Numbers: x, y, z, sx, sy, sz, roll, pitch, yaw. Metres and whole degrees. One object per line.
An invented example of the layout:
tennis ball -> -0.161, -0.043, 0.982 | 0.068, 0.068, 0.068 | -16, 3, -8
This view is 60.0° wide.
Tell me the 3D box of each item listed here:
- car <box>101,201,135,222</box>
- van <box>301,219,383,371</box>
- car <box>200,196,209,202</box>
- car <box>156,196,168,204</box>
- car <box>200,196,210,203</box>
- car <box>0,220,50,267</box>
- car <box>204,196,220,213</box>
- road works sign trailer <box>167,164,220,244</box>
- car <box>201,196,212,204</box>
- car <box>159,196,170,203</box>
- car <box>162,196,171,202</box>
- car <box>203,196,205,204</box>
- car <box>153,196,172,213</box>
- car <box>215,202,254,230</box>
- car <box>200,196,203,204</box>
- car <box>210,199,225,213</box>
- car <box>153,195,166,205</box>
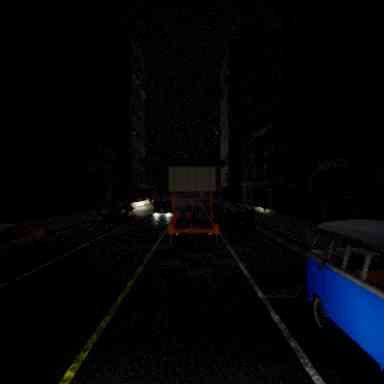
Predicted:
car -> -5.780, 1.422, 26.241 | 1.967, 1.590, 4.097 | -1, 0, 0
van -> 2.749, 1.337, 4.222 | 1.690, 1.788, 3.998 | -1, 0, 0
car -> 2.735, 1.529, 75.790 | 1.887, 1.381, 4.507 | -1, 0, 0
car -> -5.787, 1.546, 64.778 | 1.947, 1.339, 4.313 | -1, 0, 0
car -> 2.737, 1.527, 70.284 | 1.887, 1.381, 4.507 | -1, 0, 0
car -> -5.775, 1.516, 9.556 | 1.752, 1.417, 4.829 | -1, 0, 0
car -> 2.742, 1.420, 37.254 | 1.967, 1.590, 4.097 | -1, 0, 0
road works sign trailer -> 0.021, 0.451, 15.840 | 2.380, 3.560, 2.880 | 0, 0, -3
car -> 2.738, 1.526, 64.779 | 1.887, 1.381, 4.507 | -1, 0, 0
car -> -5.788, 1.533, 70.283 | 2.008, 1.369, 4.403 | -1, 0, 0
car -> -5.790, 1.528, 75.788 | 1.887, 1.381, 4.507 | -1, 0, 0
car -> 2.743, 1.524, 42.759 | 1.887, 1.381, 4.507 | -1, 0, 0
car -> -3.105, 1.527, 36.783 | 2.033, 1.411, 5.357 | 0, 0, 0
car -> 2.748, 1.535, 20.738 | 2.008, 1.369, 4.403 | -1, 0, 0
car -> 2.739, 1.546, 59.274 | 1.947, 1.339, 4.313 | -1, 0, 0
car -> 2.747, 1.527, 26.243 | 1.887, 1.381, 4.507 | -1, 0, 0
car -> -5.787, 1.419, 59.272 | 1.967, 1.590, 4.097 | -1, 0, 0
